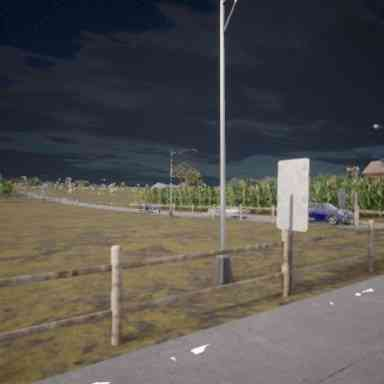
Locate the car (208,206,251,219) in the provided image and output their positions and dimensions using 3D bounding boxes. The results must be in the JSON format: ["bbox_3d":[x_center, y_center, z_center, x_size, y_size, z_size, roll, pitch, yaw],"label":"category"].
[{"bbox_3d":[3.822,2.053,34.198,1.895,1.301,4.718,2,-3,-35],"label":"car"}]

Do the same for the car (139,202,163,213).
[{"bbox_3d":[-6.044,2.273,48.129,1.837,1.490,4.892,2,-2,-35],"label":"car"}]

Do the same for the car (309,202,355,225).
[{"bbox_3d":[10.056,1.579,25.552,2.097,1.767,4.553,2,-3,-37],"label":"car"}]
